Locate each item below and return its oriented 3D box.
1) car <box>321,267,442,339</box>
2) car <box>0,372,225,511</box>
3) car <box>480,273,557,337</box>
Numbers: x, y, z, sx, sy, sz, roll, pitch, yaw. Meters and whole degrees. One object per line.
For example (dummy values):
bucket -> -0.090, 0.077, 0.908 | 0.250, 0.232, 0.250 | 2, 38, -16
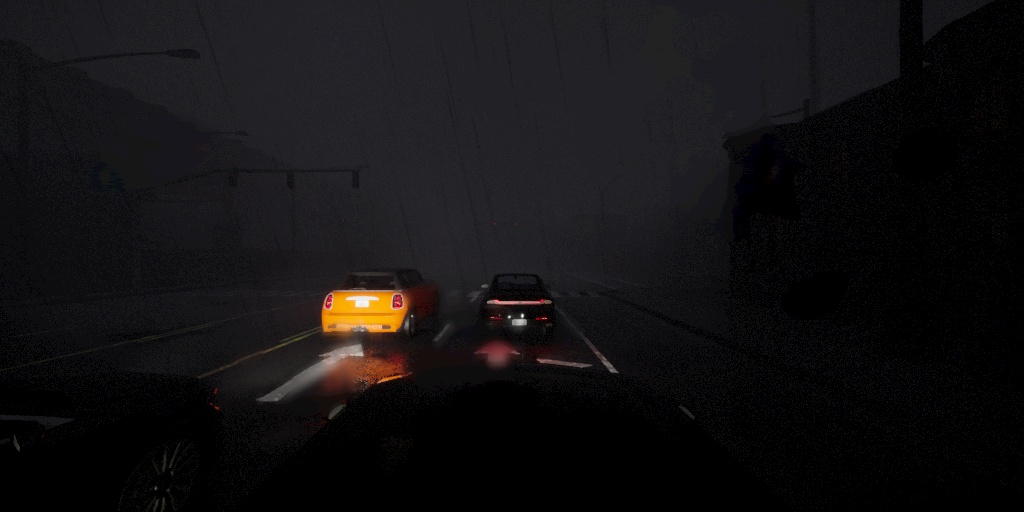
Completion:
car -> -3.394, 1.102, 10.250 | 2.097, 1.767, 4.553 | 0, 0, 0
car -> -3.400, 1.242, 1.101 | 2.128, 1.511, 4.902 | 0, 0, 0
car -> 0.115, 1.242, 10.292 | 2.128, 1.511, 4.902 | 0, 0, -1
